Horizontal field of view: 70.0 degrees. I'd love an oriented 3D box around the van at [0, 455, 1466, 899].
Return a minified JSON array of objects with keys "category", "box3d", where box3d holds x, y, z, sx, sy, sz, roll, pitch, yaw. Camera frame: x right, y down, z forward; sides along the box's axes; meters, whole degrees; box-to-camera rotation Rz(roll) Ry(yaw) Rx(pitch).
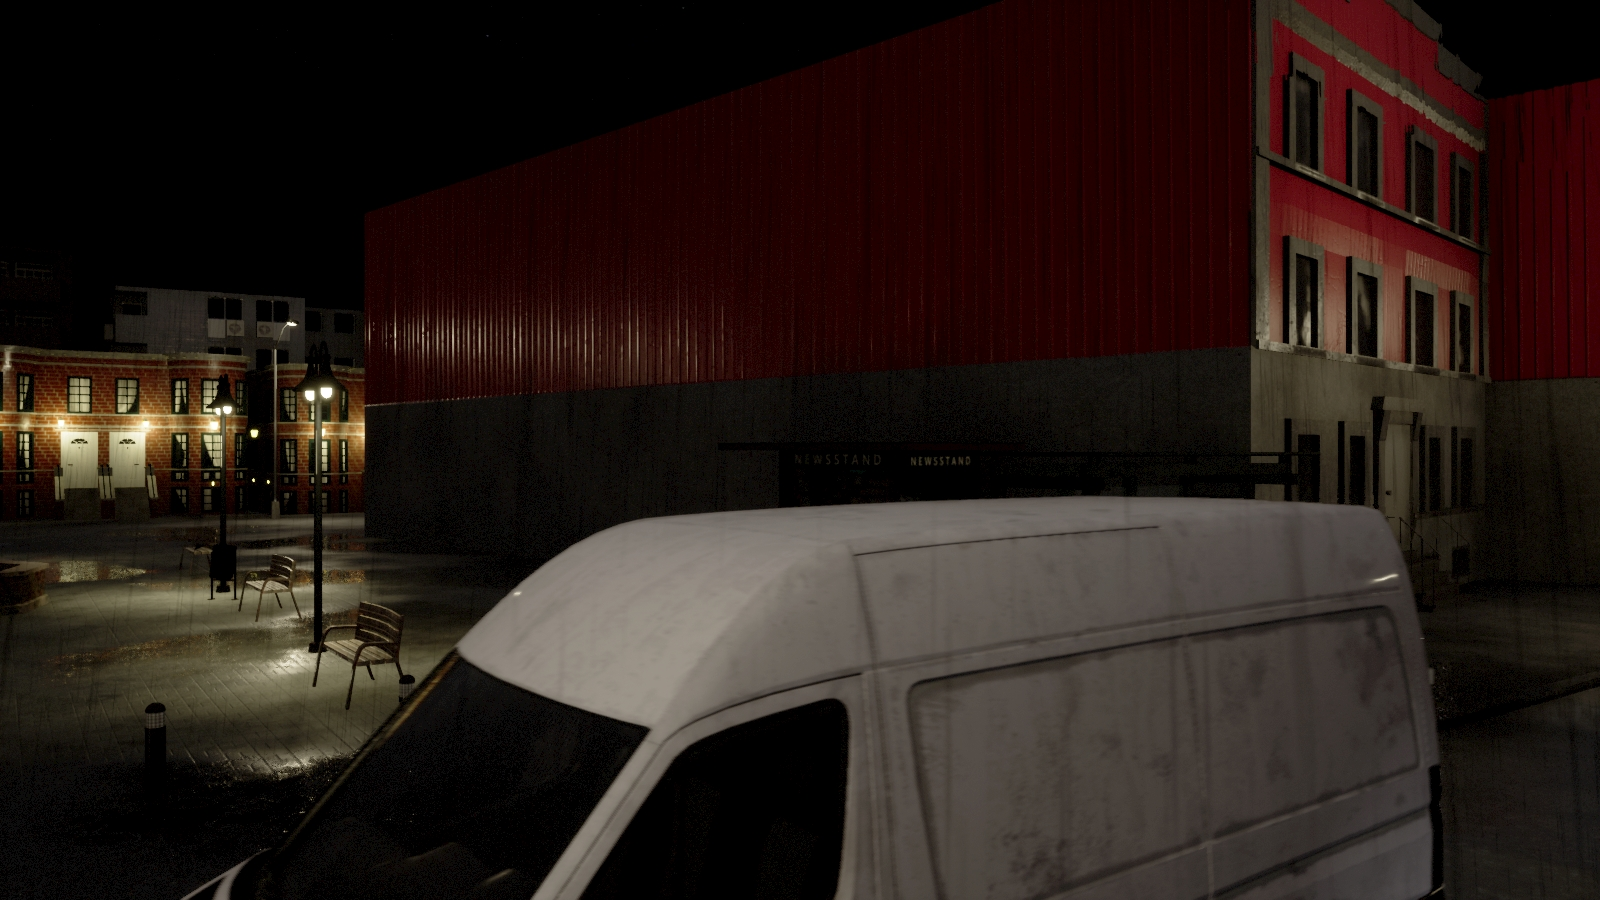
[{"category":"van","box3d":[0.177,1.314,4.542,5.915,2.561,1.988,0,0,-35]}]
